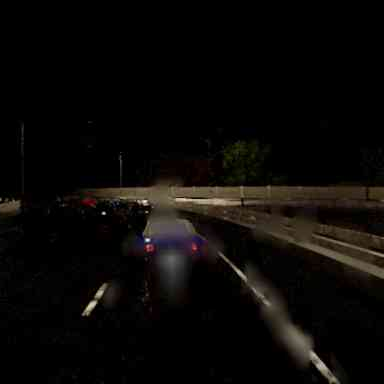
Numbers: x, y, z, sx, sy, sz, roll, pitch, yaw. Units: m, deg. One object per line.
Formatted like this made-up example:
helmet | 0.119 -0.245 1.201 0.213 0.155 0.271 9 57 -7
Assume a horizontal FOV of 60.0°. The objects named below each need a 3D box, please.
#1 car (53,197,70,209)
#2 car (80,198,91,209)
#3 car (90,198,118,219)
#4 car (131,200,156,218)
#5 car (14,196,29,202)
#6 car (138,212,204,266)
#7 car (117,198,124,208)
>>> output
car | -18.181 1.538 46.448 1.837 1.490 4.892 0 -1 -26
car | -14.646 1.546 47.193 1.812 1.442 4.674 0 0 -26
car | -7.955 1.512 29.856 1.837 1.490 4.892 0 0 -16
car | -4.433 1.485 30.218 2.128 1.511 4.902 0 0 -16
car | -38.129 1.617 74.369 4.902 1.511 2.128 0 0 44
car | -0.812 1.595 11.565 1.895 1.301 4.718 0 0 -6
car | -11.078 1.570 47.800 1.994 1.385 4.181 0 0 -25
